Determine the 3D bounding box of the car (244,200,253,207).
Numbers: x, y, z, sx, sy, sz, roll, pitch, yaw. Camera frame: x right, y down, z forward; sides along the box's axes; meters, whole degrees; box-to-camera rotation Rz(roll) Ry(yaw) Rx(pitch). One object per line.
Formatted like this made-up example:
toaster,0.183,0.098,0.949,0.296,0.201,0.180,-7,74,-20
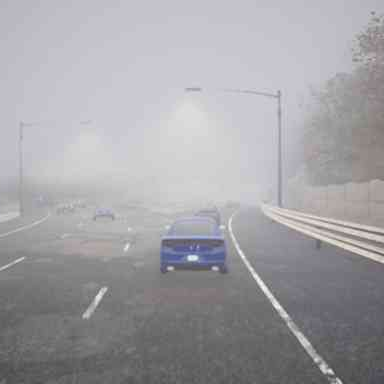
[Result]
car,11.183,2.426,70.279,1.895,1.301,4.718,0,-3,15

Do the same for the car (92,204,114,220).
car,-8.285,1.798,31.120,2.033,1.411,5.357,0,0,-17

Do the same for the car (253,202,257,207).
car,15.800,3.367,86.771,2.128,1.511,4.902,0,-4,17

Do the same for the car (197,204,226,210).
car,1.219,1.661,24.662,2.128,1.511,4.902,0,0,6

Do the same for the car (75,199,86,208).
car,-18.949,1.951,55.205,2.128,1.511,4.902,0,-1,-30

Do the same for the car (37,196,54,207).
car,-27.022,1.753,61.252,2.150,2.045,5.566,0,-1,-35

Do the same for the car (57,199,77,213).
car,-15.822,1.952,41.472,1.895,1.301,4.718,0,0,-24

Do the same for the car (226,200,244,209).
car,6.419,1.895,52.341,2.033,1.411,5.357,0,-1,15

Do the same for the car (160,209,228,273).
car,0.104,1.555,10.987,1.882,1.535,5.008,0,0,2
